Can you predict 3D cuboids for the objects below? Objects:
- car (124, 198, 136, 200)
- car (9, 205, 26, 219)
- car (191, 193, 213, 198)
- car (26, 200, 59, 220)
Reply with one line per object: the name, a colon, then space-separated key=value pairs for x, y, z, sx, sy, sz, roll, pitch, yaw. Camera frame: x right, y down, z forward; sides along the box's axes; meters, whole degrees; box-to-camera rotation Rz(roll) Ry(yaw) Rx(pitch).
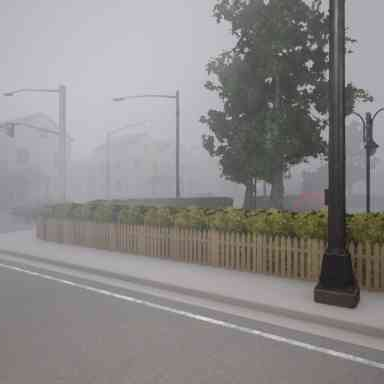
car: x=-7.134 y=1.478 z=38.395 sx=1.882 sy=1.535 sz=5.008 roll=0 pitch=0 yaw=35
car: x=-13.428 y=1.491 z=29.345 sx=2.128 sy=1.511 sz=4.902 roll=0 pitch=0 yaw=35
car: x=1.275 y=1.213 z=50.470 sx=2.150 sy=2.045 sz=5.566 roll=0 pitch=1 yaw=34
car: x=-10.675 y=1.564 z=26.902 sx=1.994 sy=1.385 sz=4.181 roll=0 pitch=0 yaw=35
